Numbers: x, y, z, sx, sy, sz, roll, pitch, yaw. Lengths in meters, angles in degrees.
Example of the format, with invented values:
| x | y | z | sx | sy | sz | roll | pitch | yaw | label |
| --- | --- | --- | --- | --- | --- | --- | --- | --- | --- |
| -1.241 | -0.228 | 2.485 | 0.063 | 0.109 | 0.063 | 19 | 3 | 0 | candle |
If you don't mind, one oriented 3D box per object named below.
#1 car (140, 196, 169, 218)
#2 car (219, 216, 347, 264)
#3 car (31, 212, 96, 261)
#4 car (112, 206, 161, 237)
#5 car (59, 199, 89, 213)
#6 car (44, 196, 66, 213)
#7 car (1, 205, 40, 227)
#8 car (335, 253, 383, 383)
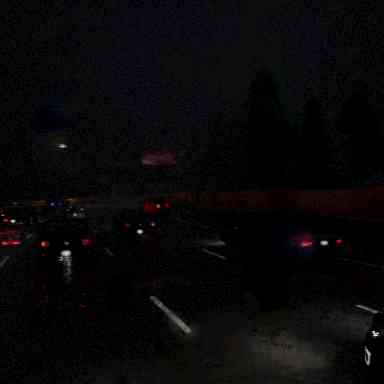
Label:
| x | y | z | sx | sy | sz | roll | pitch | yaw | label |
| --- | --- | --- | --- | --- | --- | --- | --- | --- | --- |
| -3.635 | 1.373 | 31.761 | 2.150 | 2.045 | 5.566 | -1 | 0 | -15 | car |
| 2.934 | 1.564 | 12.062 | 2.033 | 1.411 | 5.357 | 0 | 0 | -22 | car |
| -4.888 | 1.695 | 12.816 | 1.895 | 1.301 | 4.718 | 0 | 0 | -21 | car |
| -3.368 | 1.702 | 18.808 | 1.895 | 1.301 | 4.718 | 0 | 0 | -19 | car |
| -10.396 | 1.701 | 30.082 | 2.128 | 1.511 | 4.902 | -1 | 0 | -15 | car |
| -16.234 | 1.521 | 40.277 | 2.150 | 2.045 | 5.566 | 0 | -1 | -10 | car |
| -12.677 | 1.718 | 24.801 | 1.837 | 1.490 | 4.892 | -1 | 0 | -15 | car |
| 3.640 | 1.478 | 2.145 | 1.837 | 1.490 | 4.892 | -1 | 0 | -27 | car |
